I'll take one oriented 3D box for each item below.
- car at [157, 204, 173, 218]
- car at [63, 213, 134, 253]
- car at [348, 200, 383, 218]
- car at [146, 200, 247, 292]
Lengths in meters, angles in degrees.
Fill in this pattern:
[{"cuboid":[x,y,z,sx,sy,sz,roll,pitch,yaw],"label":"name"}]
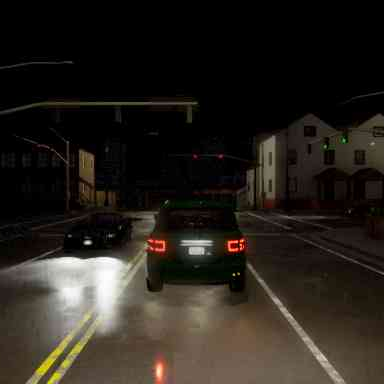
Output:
[{"cuboid":[-3.594,2.597,45.340,1.812,1.442,4.674,0,-9,0],"label":"car"},{"cuboid":[-3.609,1.564,13.505,1.994,1.385,4.181,0,0,0],"label":"car"},{"cuboid":[16.562,1.491,29.798,4.902,1.511,2.128,0,0,-1],"label":"car"},{"cuboid":[0.090,1.221,9.070,2.150,2.045,5.566,0,0,0],"label":"car"}]
